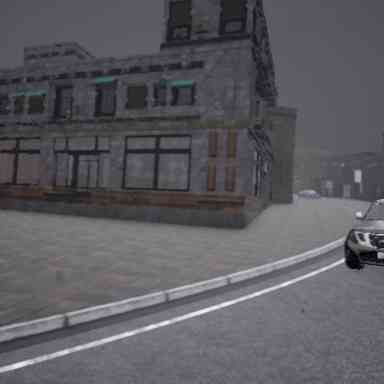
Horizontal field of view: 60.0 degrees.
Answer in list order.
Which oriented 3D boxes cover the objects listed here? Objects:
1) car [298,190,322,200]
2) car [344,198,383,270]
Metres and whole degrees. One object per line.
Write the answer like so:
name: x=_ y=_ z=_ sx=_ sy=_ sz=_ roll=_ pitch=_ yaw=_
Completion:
car: x=18.165 y=0.394 z=51.414 sx=1.812 sy=1.442 sz=4.674 roll=4 pitch=2 yaw=-10
car: x=6.606 y=1.214 z=10.338 sx=2.150 sy=2.045 sz=5.566 roll=1 pitch=1 yaw=41
